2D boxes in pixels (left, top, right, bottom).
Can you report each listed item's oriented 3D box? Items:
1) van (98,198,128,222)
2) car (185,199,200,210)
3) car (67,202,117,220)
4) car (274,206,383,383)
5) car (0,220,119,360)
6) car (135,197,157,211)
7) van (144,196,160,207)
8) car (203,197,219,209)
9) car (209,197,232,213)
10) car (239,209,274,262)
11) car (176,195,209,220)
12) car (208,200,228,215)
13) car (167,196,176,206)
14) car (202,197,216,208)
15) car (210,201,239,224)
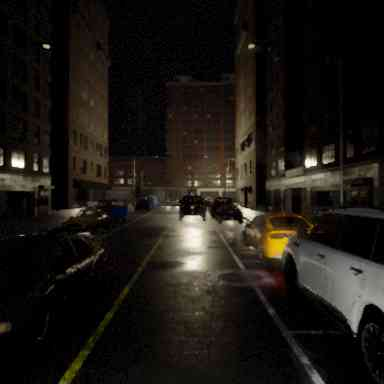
[{"bbox_3d":[-5.853,1.363,24.501,1.690,1.788,3.998,1,0,0],"label":"van"},{"bbox_3d":[0.066,1.640,45.325,1.994,1.385,4.181,0,0,0],"label":"car"},{"bbox_3d":[-5.853,1.537,18.848,1.752,1.417,4.829,1,0,0],"label":"car"},{"bbox_3d":[3.105,1.221,5.247,2.150,2.045,5.566,0,0,0],"label":"car"},{"bbox_3d":[-3.102,1.548,6.542,2.033,1.411,5.357,0,0,0],"label":"car"},{"bbox_3d":[-5.862,1.629,40.947,1.947,1.339,4.313,1,0,0],"label":"car"},{"bbox_3d":[-5.861,1.420,46.430,1.690,1.788,3.998,1,0,0],"label":"van"},{"bbox_3d":[2.663,1.519,46.431,1.967,1.590,4.097,1,0,0],"label":"car"},{"bbox_3d":[2.669,1.348,29.983,2.192,1.841,5.009,1,0,0],"label":"car"},{"bbox_3d":[3.136,1.483,12.219,1.882,1.535,5.008,0,0,0],"label":"car"},{"bbox_3d":[0.055,1.254,28.038,2.150,2.045,5.566,0,0,1],"label":"car"},{"bbox_3d":[2.665,1.573,35.635,1.752,1.417,4.829,1,0,0],"label":"car"},{"bbox_3d":[-3.026,1.456,55.364,2.097,1.767,4.553,0,0,0],"label":"car"},{"bbox_3d":[2.661,1.535,51.914,1.967,1.590,4.097,1,0,0],"label":"car"},{"bbox_3d":[2.669,1.572,24.501,2.008,1.369,4.403,1,0,0],"label":"car"}]
